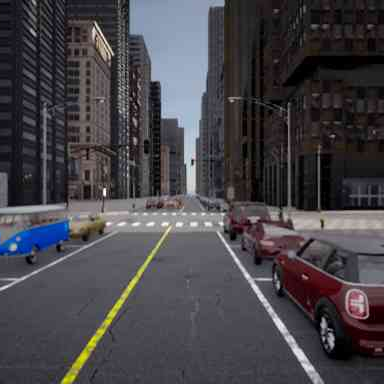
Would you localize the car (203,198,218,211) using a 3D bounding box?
[{"bbox_3d":[2.840,1.811,44.360,2.008,1.369,4.403,0,0,0],"label":"car"}]

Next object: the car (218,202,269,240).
[{"bbox_3d":[2.792,1.416,17.389,2.192,1.841,5.009,0,0,0],"label":"car"}]

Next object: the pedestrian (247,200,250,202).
[{"bbox_3d":[4.082,1.431,23.632,0.375,1.860,0.375,0,0,0],"label":"pedestrian"}]

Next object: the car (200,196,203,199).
[{"bbox_3d":[2.871,1.908,61.282,1.887,1.381,4.507,0,0,0],"label":"car"}]

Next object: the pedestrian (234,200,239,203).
[{"bbox_3d":[3.161,1.427,23.034,0.375,1.860,0.375,0,0,0],"label":"pedestrian"}]

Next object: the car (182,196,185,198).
[{"bbox_3d":[-2.912,1.989,65.293,1.895,1.301,4.718,0,0,1],"label":"car"}]

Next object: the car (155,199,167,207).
[{"bbox_3d":[-5.654,1.929,61.288,1.947,1.339,4.313,0,0,0],"label":"car"}]

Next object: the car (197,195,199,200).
[{"bbox_3d":[2.911,1.947,83.844,1.967,1.590,4.097,0,0,0],"label":"car"}]

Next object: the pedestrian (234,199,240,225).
[{"bbox_3d":[3.305,1.435,24.233,0.375,1.860,0.375,0,0,0],"label":"pedestrian"}]

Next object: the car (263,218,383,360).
[{"bbox_3d":[2.771,1.475,6.033,1.967,1.590,4.097,0,0,0],"label":"car"}]

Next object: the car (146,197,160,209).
[{"bbox_3d":[-5.675,1.609,50.008,2.192,1.841,5.009,0,0,0],"label":"car"}]

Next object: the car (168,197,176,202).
[{"bbox_3d":[-5.594,2.147,95.131,1.947,1.339,4.313,0,0,0],"label":"car"}]

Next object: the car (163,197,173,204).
[{"bbox_3d":[-5.624,1.910,78.210,1.967,1.590,4.097,0,0,0],"label":"car"}]

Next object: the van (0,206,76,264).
[{"bbox_3d":[-5.744,1.409,11.716,1.690,1.788,3.998,0,0,0],"label":"van"}]

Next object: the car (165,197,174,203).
[{"bbox_3d":[-5.614,2.031,83.680,1.752,1.417,4.829,0,0,0],"label":"car"}]

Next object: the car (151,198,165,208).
[{"bbox_3d":[-5.665,1.769,55.649,1.967,1.590,4.097,0,0,0],"label":"car"}]

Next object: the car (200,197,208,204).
[{"bbox_3d":[2.861,1.880,55.641,2.008,1.369,4.403,0,0,0],"label":"car"}]

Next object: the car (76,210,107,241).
[{"bbox_3d":[-5.734,1.625,17.223,1.752,1.417,4.829,0,0,0],"label":"car"}]

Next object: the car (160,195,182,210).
[{"bbox_3d":[-3.006,1.638,48.607,2.097,1.767,4.553,0,0,0],"label":"car"}]

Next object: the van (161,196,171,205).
[{"bbox_3d":[-5.635,1.775,72.570,1.690,1.788,3.998,0,0,0],"label":"van"}]

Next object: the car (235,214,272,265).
[{"bbox_3d":[2.782,1.650,11.710,1.802,1.307,4.206,0,0,0],"label":"car"}]

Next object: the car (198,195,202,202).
[{"bbox_3d":[2.891,1.874,72.563,1.967,1.590,4.097,0,0,0],"label":"car"}]

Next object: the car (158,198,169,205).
[{"bbox_3d":[-5.644,1.980,66.928,1.802,1.307,4.206,0,0,0],"label":"car"}]
